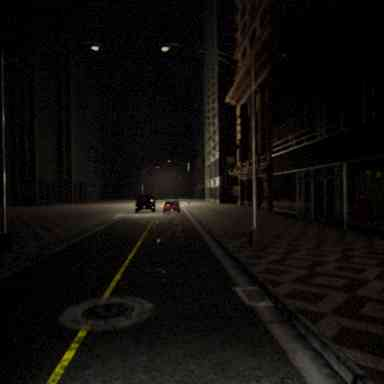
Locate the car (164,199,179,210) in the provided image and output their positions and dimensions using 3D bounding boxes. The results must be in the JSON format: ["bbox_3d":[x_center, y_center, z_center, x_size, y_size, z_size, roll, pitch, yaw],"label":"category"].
[{"bbox_3d":[-2.845,1.650,46.244,1.895,1.301,4.718,-1,0,-3],"label":"car"}]

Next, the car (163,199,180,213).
[{"bbox_3d":[-2.270,1.637,37.598,1.895,1.301,4.718,-1,0,-3],"label":"car"}]

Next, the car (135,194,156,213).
[{"bbox_3d":[-5.435,1.303,39.500,2.150,2.045,5.566,-1,0,-4],"label":"car"}]
